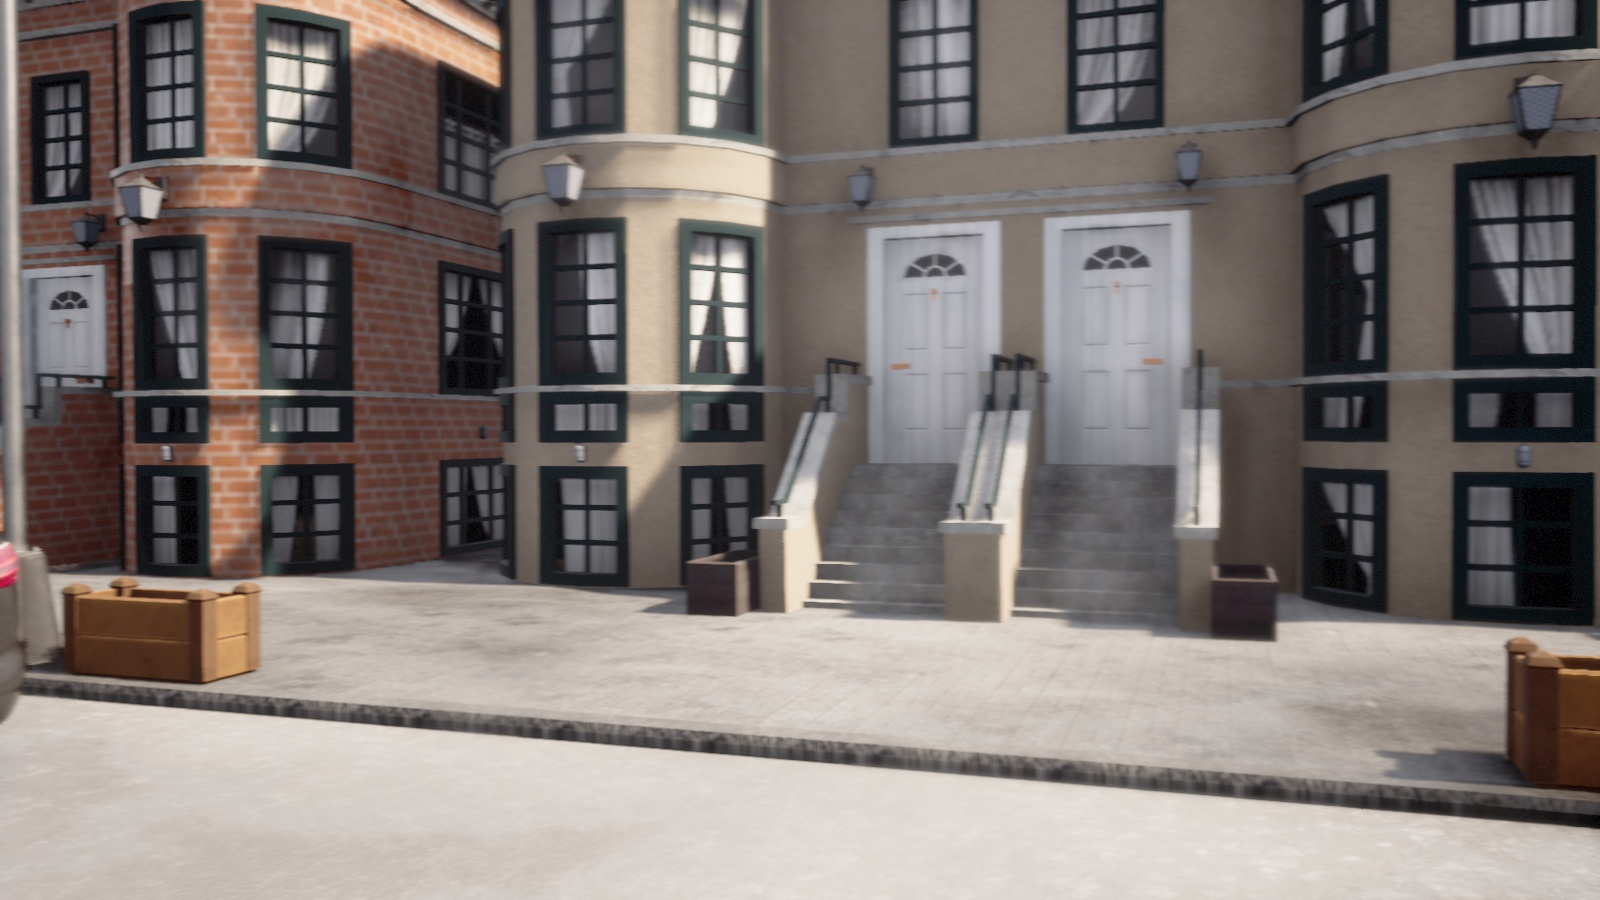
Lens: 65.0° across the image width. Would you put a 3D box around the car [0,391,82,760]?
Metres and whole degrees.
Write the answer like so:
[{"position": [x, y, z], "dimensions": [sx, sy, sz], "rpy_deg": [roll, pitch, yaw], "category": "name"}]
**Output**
[{"position": [-6.019, 0.556, 5.744], "dimensions": [4.611, 1.667, 2.242], "rpy_deg": [1, 1, 19], "category": "car"}]
